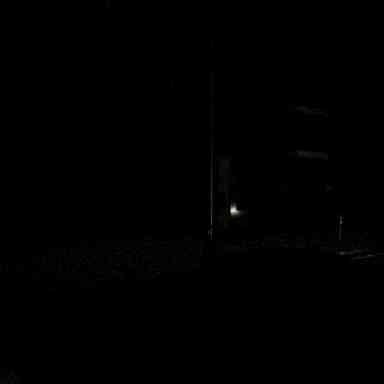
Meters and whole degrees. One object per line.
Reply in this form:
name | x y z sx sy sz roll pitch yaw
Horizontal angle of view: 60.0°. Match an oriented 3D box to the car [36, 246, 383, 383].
car | 0.897 1.478 3.961 5.008 1.535 1.882 0 0 -30
